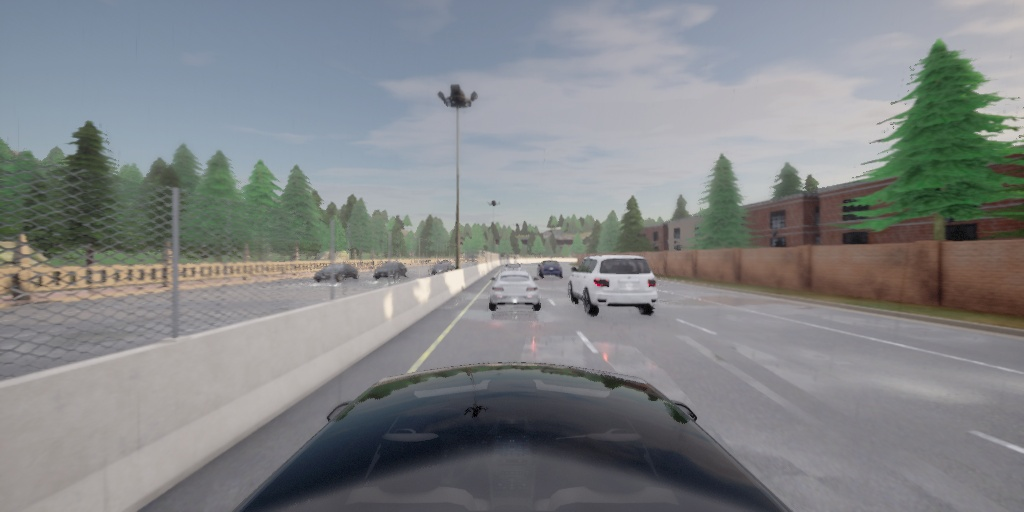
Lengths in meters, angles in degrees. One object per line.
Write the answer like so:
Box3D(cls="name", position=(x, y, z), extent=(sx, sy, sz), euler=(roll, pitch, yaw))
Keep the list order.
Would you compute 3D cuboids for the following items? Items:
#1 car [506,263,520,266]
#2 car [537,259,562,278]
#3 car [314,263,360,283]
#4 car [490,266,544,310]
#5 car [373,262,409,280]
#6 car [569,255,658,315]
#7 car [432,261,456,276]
Box3D(cls="car", position=(0.110, 1.419, 38.463), extent=(1.895, 1.301, 4.718), euler=(0, 0, 0))
Box3D(cls="car", position=(3.609, 1.164, 34.996), extent=(2.097, 1.767, 4.553), euler=(0, 0, 0))
Box3D(cls="car", position=(-14.070, 1.322, 29.064), extent=(1.812, 1.442, 4.674), euler=(0, 0, 0))
Box3D(cls="car", position=(0.103, 1.299, 14.686), extent=(1.812, 1.442, 4.674), euler=(0, 0, 0))
Box3D(cls="car", position=(-10.556, 1.309, 31.610), extent=(1.837, 1.490, 4.892), euler=(0, -1, 0))
Box3D(cls="car", position=(3.605, 0.996, 13.719), extent=(2.150, 2.045, 5.566), euler=(0, 0, 0))
Box3D(cls="car", position=(-7.004, 1.307, 37.383), extent=(2.128, 1.511, 4.902), euler=(0, 0, 0))
